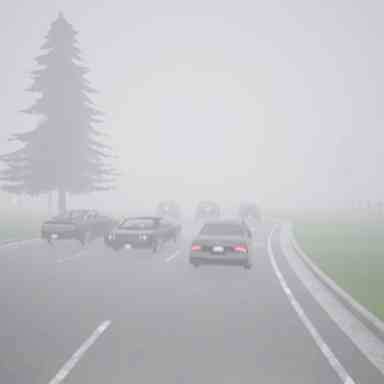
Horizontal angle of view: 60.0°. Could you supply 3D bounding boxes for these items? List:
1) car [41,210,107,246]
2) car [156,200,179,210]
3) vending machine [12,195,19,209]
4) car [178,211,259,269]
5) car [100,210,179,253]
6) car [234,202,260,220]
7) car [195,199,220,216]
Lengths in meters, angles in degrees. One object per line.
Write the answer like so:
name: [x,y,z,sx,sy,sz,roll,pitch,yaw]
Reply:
car: [-5.026,1.586,15.817,2.128,1.511,4.902,0,0,13]
car: [-2.296,1.545,31.355,2.097,1.767,4.553,0,0,-3]
vending machine: [-25.992,1.475,48.946,0.880,2.100,1.100,0,0,-34]
car: [1.165,1.622,11.563,2.033,1.411,5.357,0,0,10]
car: [-1.840,1.688,14.179,1.895,1.301,4.718,0,0,12]
car: [4.873,1.697,29.620,1.837,1.490,4.892,1,0,3]
car: [1.403,1.542,30.268,2.097,1.767,4.553,0,0,2]
